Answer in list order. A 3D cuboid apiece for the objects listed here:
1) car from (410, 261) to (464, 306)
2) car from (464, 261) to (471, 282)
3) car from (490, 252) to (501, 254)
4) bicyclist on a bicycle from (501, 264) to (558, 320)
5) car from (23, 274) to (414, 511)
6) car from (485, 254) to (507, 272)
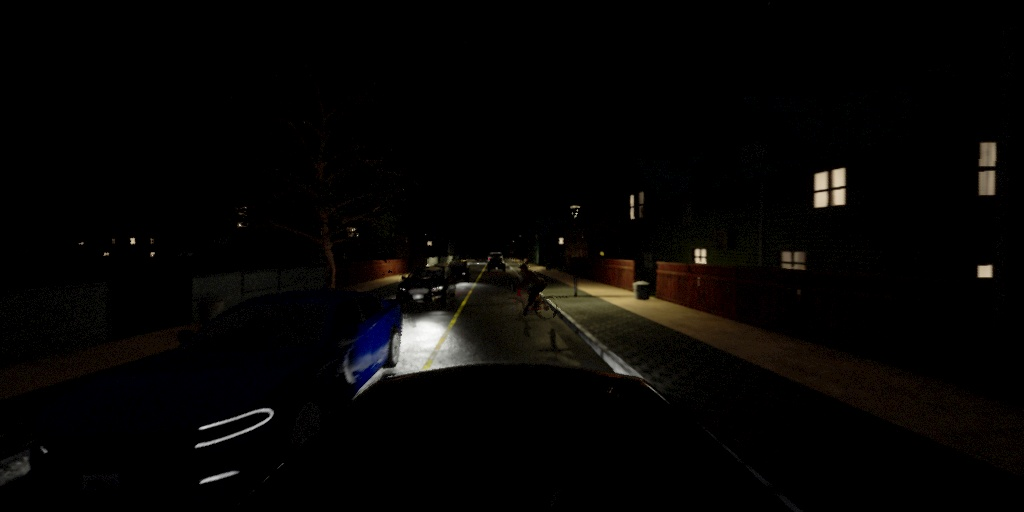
[{"bbox_3d":[-3.453,1.160,15.178,2.128,1.511,4.902,-1,1,-3],"label":"car"},{"bbox_3d":[-4.033,1.105,26.763,2.033,1.411,5.357,-1,1,-3],"label":"car"},{"bbox_3d":[-2.306,0.501,50.438,2.150,2.045,5.566,-1,0,-3],"label":"car"},{"bbox_3d":[0.496,1.054,10.353,1.656,1.620,0.582,-1,1,-3],"label":"bicyclist on a bicycle"},{"bbox_3d":[-2.935,1.245,4.937,1.882,1.535,5.008,-1,1,-3],"label":"car"},{"bbox_3d":[-1.661,0.905,37.938,1.837,1.490,4.892,-1,1,-3],"label":"car"}]
